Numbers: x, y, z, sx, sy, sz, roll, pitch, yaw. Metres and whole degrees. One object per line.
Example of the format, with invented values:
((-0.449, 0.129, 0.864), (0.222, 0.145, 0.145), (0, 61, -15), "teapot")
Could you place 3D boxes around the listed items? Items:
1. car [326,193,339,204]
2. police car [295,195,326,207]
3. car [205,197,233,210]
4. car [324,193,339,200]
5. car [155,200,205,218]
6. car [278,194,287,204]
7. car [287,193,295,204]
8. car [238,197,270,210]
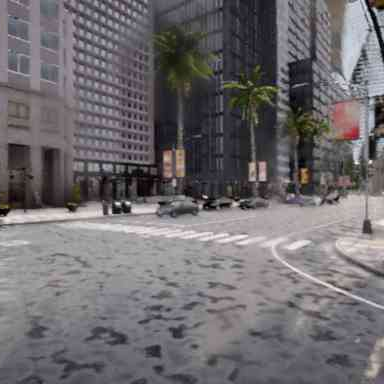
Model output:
((22.789, 1.179, 54.701), (1.882, 1.535, 5.008), (0, 0, 37), "car")
((16.636, 1.260, 46.479), (2.038, 1.542, 4.974), (0, 0, 38), "police car")
((3.114, 1.346, 39.777), (2.161, 1.482, 4.786), (0, 0, 37), "car")
((33.943, 1.039, 80.786), (2.231, 1.521, 4.892), (0, 0, 37), "car")
((-1.191, 1.417, 28.992), (1.812, 1.442, 4.674), (0, 0, 37), "car")
((16.429, 1.070, 57.203), (2.185, 1.767, 4.553), (0, 0, 37), "car")
((17.376, 1.252, 53.366), (1.812, 1.442, 4.674), (0, 0, 37), "car")
((7.653, 1.360, 40.631), (2.033, 1.411, 5.357), (0, 0, 38), "car")
